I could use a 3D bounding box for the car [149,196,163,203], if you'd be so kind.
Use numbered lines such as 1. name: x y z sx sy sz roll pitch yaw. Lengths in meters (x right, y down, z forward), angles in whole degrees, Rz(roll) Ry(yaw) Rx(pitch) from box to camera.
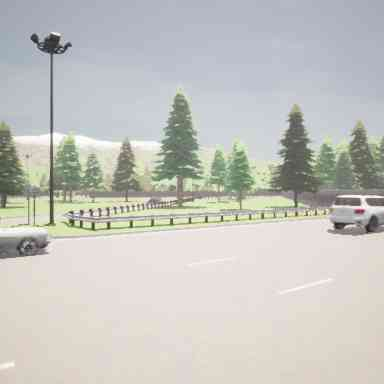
1. car: -6.508 1.525 59.783 1.812 1.442 4.674 0 0 5

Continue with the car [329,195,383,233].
1. car: 10.461 1.219 19.765 5.566 2.045 2.150 0 0 -35

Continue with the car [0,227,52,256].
1. car: -7.412 1.601 11.356 4.718 1.301 1.895 0 0 -35
